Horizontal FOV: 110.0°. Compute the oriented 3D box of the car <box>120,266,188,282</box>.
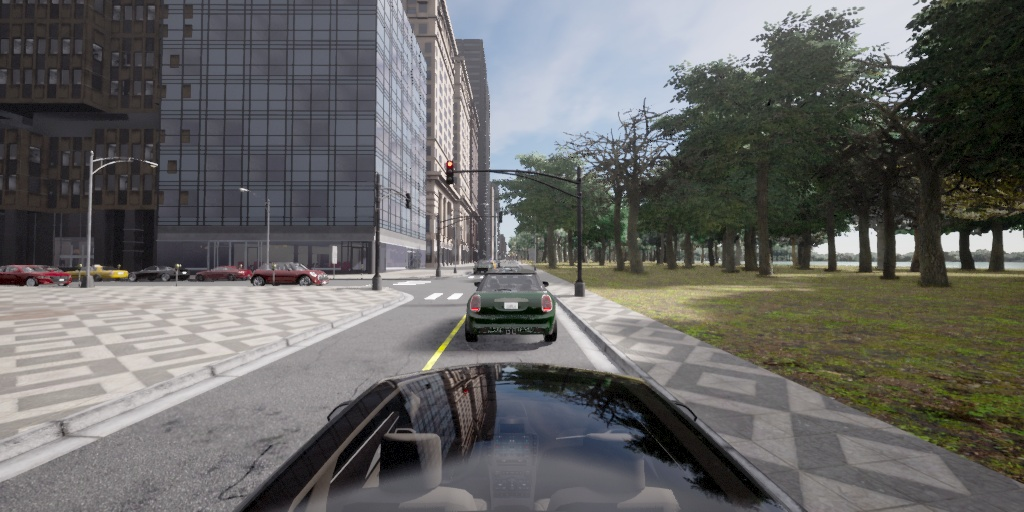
[{"bbox_3d":[-30.066,1.481,30.620,4.313,1.339,1.948,0,0,0],"label":"car"}]

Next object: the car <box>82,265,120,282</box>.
[{"bbox_3d":[-35.723,1.444,30.594,4.829,1.417,1.751,0,0,0],"label":"car"}]

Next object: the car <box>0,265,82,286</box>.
[{"bbox_3d":[-30.033,1.235,22.098,4.507,1.381,1.888,0,0,0],"label":"car"}]

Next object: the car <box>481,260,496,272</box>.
[{"bbox_3d":[-3.243,1.343,50.262,1.882,1.535,5.008,0,0,0],"label":"car"}]

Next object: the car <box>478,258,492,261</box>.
[{"bbox_3d":[-3.224,1.182,41.240,2.097,1.767,4.553,0,0,0],"label":"car"}]

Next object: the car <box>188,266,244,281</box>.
[{"bbox_3d":[-24.580,1.494,30.644,4.207,1.307,1.802,0,0,0],"label":"car"}]

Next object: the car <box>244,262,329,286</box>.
[{"bbox_3d":[-13.602,1.120,22.171,4.097,1.591,1.967,0,0,-1],"label":"car"}]

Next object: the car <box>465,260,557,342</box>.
[{"bbox_3d":[-0.011,1.108,9.967,2.097,1.767,4.553,0,0,0],"label":"car"}]
